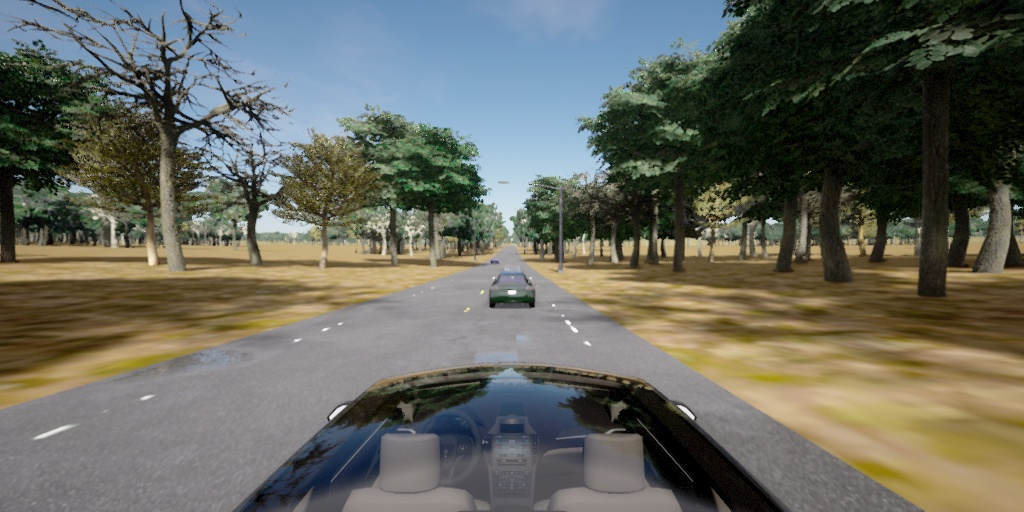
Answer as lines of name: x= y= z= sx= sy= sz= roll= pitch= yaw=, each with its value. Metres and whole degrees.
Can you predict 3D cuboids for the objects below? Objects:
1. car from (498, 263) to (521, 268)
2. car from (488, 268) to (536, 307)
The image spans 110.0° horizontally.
car: x=0.009 y=1.459 z=30.929 sx=1.895 sy=1.301 sz=4.718 roll=0 pitch=0 yaw=0
car: x=0.009 y=1.409 z=16.151 sx=1.994 sy=1.385 sz=4.181 roll=0 pitch=0 yaw=0
